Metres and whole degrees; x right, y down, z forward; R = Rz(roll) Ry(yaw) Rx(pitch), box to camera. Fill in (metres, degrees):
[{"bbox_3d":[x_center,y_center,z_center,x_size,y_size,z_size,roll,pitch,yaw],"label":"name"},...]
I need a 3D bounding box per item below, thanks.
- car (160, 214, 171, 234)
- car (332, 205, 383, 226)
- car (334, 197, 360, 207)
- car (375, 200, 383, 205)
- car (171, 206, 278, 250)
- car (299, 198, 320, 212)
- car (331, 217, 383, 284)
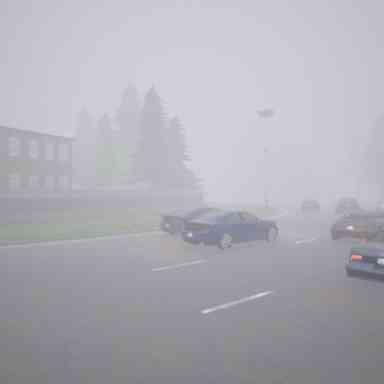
[{"bbox_3d":[0.600,1.506,18.138,5.008,1.535,1.882,0,0,-42],"label":"car"},{"bbox_3d":[8.329,1.531,16.004,1.994,1.385,4.181,0,0,44],"label":"car"},{"bbox_3d":[15.485,1.294,33.314,2.097,1.767,4.553,-1,0,21],"label":"car"},{"bbox_3d":[18.564,1.442,31.471,1.812,1.442,4.674,0,0,21],"label":"car"},{"bbox_3d":[1.764,1.491,14.487,5.008,1.535,1.882,0,0,-42],"label":"car"},{"bbox_3d":[13.286,1.457,37.756,2.128,1.511,4.902,0,0,14],"label":"car"},{"bbox_3d":[5.944,1.520,8.725,5.357,1.411,2.033,0,0,-42],"label":"car"}]
